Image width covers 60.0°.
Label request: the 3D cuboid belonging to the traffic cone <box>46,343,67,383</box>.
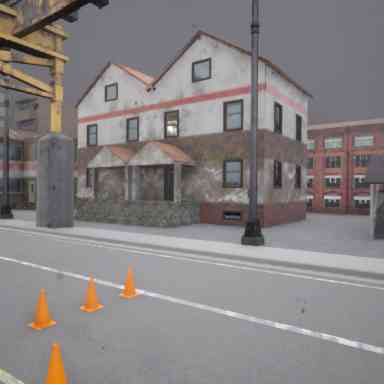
[{"bbox_3d":[-1.488,1.952,3.632,0.340,0.580,0.340,0,0,36],"label":"traffic cone"}]

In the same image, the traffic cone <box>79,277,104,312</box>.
[{"bbox_3d":[-1.940,1.949,6.424,0.340,0.580,0.340,0,0,36],"label":"traffic cone"}]

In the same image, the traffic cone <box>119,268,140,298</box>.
[{"bbox_3d":[-1.355,1.949,7.235,0.340,0.580,0.340,0,0,36],"label":"traffic cone"}]

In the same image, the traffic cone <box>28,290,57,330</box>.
[{"bbox_3d":[-2.525,1.949,5.613,0.340,0.580,0.340,0,0,36],"label":"traffic cone"}]
